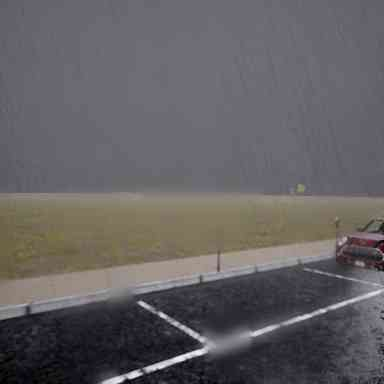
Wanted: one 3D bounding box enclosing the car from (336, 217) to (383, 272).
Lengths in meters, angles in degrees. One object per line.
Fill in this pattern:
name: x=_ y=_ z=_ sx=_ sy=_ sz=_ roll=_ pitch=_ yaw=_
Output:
car: x=6.430 y=1.547 z=10.667 sx=4.097 sy=1.590 sz=1.967 roll=1 pitch=0 yaw=-35
